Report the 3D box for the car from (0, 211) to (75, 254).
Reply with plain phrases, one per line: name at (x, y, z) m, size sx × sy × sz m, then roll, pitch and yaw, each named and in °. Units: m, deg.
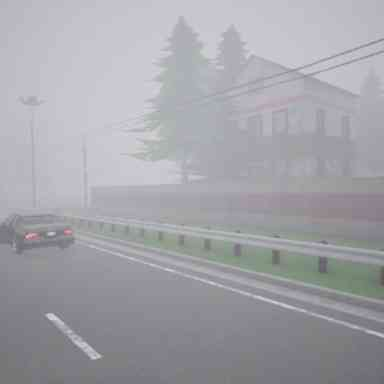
car at (-6.455, 1.490, 13.405) m, size 2.033 × 1.411 × 5.357 m, roll -1°, pitch 1°, yaw -40°
